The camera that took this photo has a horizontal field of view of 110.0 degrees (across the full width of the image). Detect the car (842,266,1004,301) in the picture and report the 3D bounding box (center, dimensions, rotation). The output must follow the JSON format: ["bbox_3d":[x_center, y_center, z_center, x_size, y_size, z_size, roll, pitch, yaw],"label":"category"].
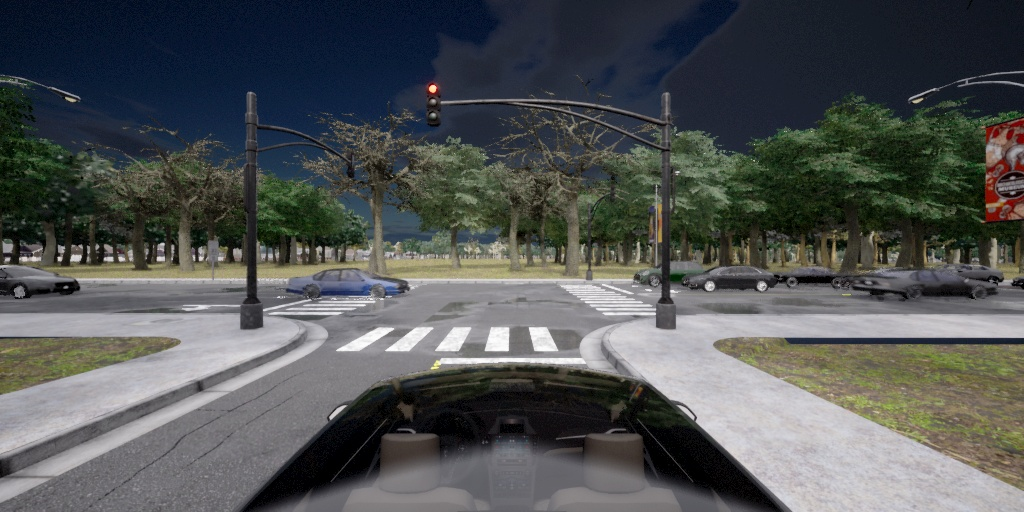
[{"bbox_3d":[19.522,1.327,17.119,5.357,1.411,2.033,0,0,0],"label":"car"}]

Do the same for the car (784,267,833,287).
[{"bbox_3d":[19.462,1.371,23.820,4.718,1.301,1.895,0,0,0],"label":"car"}]

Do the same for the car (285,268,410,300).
[{"bbox_3d":[-7.723,1.290,17.102,5.357,1.411,2.033,0,0,0],"label":"car"}]

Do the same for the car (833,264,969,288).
[{"bbox_3d":[22.187,1.326,20.569,5.357,1.411,2.033,0,0,0],"label":"car"}]

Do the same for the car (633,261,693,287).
[{"bbox_3d":[10.478,1.109,23.813,4.553,1.767,2.097,0,0,0],"label":"car"}]

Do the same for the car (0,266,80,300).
[{"bbox_3d":[-23.723,1.230,17.097,4.892,1.490,1.837,0,0,0],"label":"car"}]

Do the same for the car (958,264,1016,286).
[{"bbox_3d":[29.398,1.278,23.819,4.902,1.511,2.128,0,0,0],"label":"car"}]

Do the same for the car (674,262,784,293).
[{"bbox_3d":[12.326,1.269,20.565,4.892,1.490,1.837,0,0,0],"label":"car"}]

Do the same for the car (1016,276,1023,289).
[{"bbox_3d":[32.403,1.343,20.564,5.357,1.411,2.033,0,0,0],"label":"car"}]
